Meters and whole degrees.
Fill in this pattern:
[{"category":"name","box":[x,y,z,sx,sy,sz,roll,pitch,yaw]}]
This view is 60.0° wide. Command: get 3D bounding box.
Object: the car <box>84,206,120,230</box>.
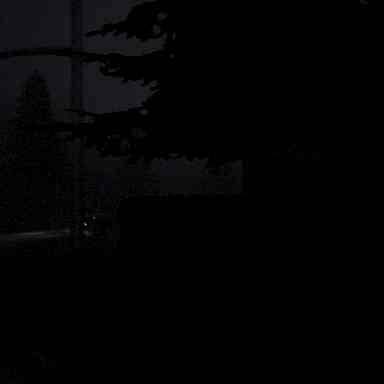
[{"category":"car","box":[-4.992,1.587,21.388,1.895,1.301,4.718,0,0,36]}]
